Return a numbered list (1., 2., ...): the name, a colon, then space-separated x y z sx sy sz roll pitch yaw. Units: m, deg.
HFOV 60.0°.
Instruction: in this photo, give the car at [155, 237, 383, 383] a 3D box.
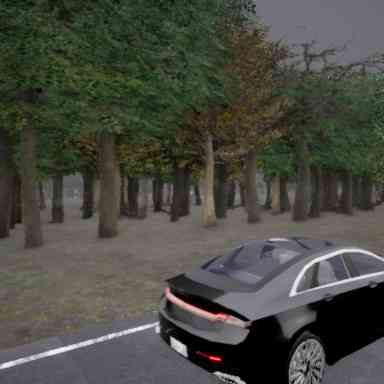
1. car: 1.823 1.446 5.039 4.902 1.511 2.128 -1 0 -35
